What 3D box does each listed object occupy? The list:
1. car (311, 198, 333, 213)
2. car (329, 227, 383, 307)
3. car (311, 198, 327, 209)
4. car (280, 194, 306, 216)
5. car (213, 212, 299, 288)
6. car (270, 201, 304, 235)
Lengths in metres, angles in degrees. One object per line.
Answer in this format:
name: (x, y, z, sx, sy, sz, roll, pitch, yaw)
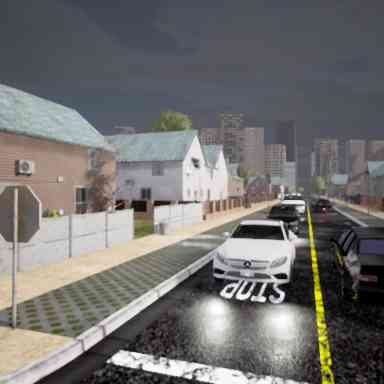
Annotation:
car: (14.352, 1.495, 36.545, 1.837, 1.490, 4.892, 0, 0, 18)
car: (4.445, 1.545, 7.947, 2.033, 1.411, 5.357, 0, 0, 19)
car: (17.590, 1.552, 46.181, 1.994, 1.385, 4.181, 0, 0, 19)
car: (10.037, 1.218, 32.915, 2.150, 2.045, 5.566, 0, 0, 19)
car: (1.980, 1.527, 9.550, 1.812, 1.442, 4.674, 0, 0, 19)
car: (5.264, 1.501, 19.095, 1.837, 1.490, 4.892, 0, 0, 19)
